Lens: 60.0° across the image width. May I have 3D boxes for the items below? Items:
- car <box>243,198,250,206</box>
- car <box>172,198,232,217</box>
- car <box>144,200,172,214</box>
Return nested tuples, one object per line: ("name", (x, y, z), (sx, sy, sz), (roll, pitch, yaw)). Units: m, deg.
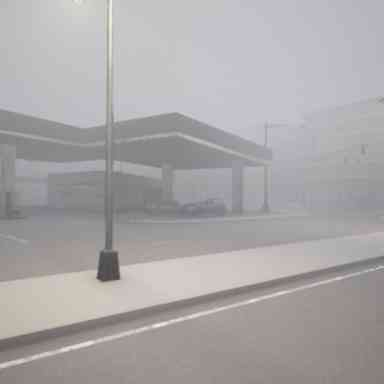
("car", (8.446, 1.747, 60.646), (1.812, 1.442, 4.674), (0, 0, -37))
("car", (0.966, 1.392, 30.605), (4.611, 1.667, 2.242), (0, 0, -35))
("car", (-2.990, 1.548, 34.840), (3.806, 1.475, 1.970), (0, 0, -35))
